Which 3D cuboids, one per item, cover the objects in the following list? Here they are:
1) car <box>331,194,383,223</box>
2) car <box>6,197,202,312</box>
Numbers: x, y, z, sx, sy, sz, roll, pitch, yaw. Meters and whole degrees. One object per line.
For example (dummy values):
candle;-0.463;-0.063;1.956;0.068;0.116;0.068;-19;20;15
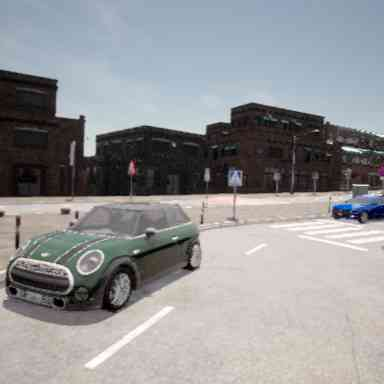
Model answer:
car;10.720;0.938;20.405;5.008;1.535;1.882;-2;3;-30
car;-1.497;1.033;7.226;2.097;1.767;4.553;3;2;25
